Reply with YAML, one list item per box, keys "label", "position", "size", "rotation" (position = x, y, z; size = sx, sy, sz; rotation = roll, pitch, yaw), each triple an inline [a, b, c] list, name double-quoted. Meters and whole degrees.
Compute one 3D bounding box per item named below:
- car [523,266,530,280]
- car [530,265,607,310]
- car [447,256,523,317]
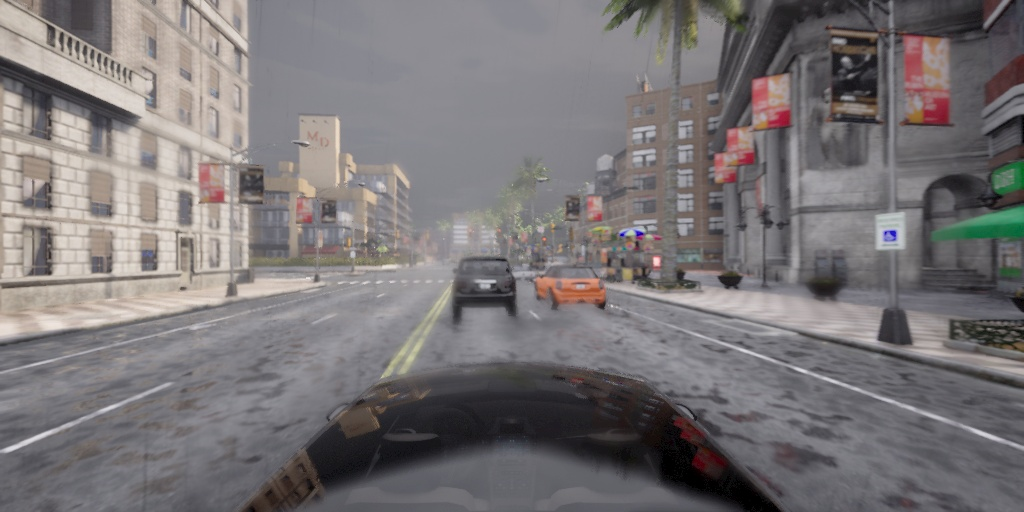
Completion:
- label: "car"
  position: [0.643, 1.467, 29.546]
  size: [1.895, 1.301, 4.718]
  rotation: [0, 0, -6]
- label: "car"
  position: [2.281, 1.144, 15.154]
  size: [2.097, 1.767, 4.553]
  rotation: [0, 0, -6]
- label: "car"
  position: [-1.091, 1.033, 13.716]
  size: [2.150, 2.045, 5.566]
  rotation: [0, 0, -6]
